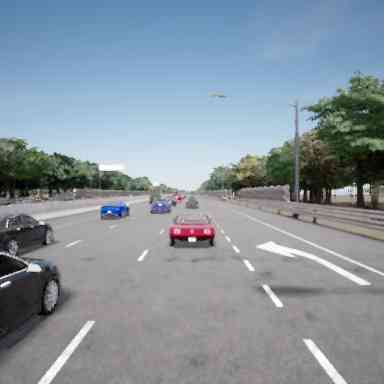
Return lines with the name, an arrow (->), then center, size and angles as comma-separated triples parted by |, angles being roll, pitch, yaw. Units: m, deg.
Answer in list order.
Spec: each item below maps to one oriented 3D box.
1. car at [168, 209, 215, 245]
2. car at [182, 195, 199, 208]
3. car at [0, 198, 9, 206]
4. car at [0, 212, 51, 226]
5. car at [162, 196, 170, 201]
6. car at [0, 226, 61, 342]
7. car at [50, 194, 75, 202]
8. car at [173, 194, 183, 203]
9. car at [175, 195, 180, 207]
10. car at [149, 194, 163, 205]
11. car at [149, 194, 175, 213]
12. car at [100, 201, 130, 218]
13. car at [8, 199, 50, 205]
car -> 0.007, 1.632, 15.623 | 1.895, 1.301, 4.718 | 0, 0, 0
car -> 0.017, 1.609, 50.607 | 2.128, 1.511, 4.902 | 0, 0, 0
car -> -24.544, 1.612, 43.230 | 1.837, 1.490, 4.892 | 0, 0, 0
car -> -6.993, 1.535, 12.677 | 1.837, 1.490, 4.892 | 0, 0, 0
car -> -6.971, 1.762, 90.698 | 1.812, 1.442, 4.674 | 0, 0, 0
car -> -3.496, 1.517, 4.655 | 1.837, 1.490, 4.892 | 0, 0, 0
car -> -17.533, 1.325, 44.828 | 2.150, 2.045, 5.566 | 0, 0, 1
car -> -3.474, 1.422, 77.718 | 2.150, 2.045, 5.566 | 0, 0, 0
car -> -3.482, 1.659, 55.612 | 1.812, 1.442, 4.674 | 0, 0, 0
car -> -6.980, 1.381, 64.712 | 2.150, 2.045, 5.566 | 0, 0, 0
car -> -3.488, 1.439, 38.573 | 2.097, 1.767, 4.553 | 0, 0, 0
car -> -6.990, 1.547, 30.667 | 1.882, 1.535, 5.008 | 0, 0, 0
car -> -21.037, 1.653, 43.238 | 2.033, 1.411, 5.357 | 0, 0, 1
